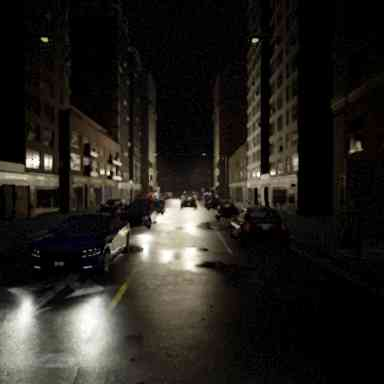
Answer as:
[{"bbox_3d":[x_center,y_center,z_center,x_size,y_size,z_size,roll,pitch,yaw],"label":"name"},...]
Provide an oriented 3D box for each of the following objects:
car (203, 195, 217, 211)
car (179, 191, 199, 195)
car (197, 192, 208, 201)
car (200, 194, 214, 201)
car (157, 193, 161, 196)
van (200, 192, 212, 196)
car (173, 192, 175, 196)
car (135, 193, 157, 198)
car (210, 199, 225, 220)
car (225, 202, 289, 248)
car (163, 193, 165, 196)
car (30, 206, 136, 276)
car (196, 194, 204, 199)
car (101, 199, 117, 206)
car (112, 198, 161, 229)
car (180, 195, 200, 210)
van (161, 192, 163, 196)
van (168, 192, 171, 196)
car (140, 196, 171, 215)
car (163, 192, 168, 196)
[{"bbox_3d":[2.499,1.359,36.942,1.802,1.307,4.206,0,0,-1],"label":"car"},{"bbox_3d":[-0.486,0.949,49.693,2.150,2.045,5.566,0,0,-1],"label":"car"},{"bbox_3d":[2.155,0.964,70.868,2.192,1.841,5.009,0,0,-1],"label":"car"},{"bbox_3d":[2.441,1.298,42.596,1.887,1.381,4.507,0,0,-1],"label":"car"},{"bbox_3d":[-6.142,1.047,48.178,2.192,1.841,5.009,0,0,-1],"label":"car"},{"bbox_3d":[2.383,1.074,48.249,1.690,1.788,3.998,0,0,-1],"label":"van"},{"bbox_3d":[-6.599,0.872,93.428,2.192,1.841,5.009,0,0,-1],"label":"car"},{"bbox_3d":[-6.084,1.068,42.521,2.192,1.841,5.009,0,0,-1],"label":"car"},{"bbox_3d":[2.614,1.424,25.636,1.802,1.307,4.206,0,0,-1],"label":"car"},{"bbox_3d":[2.728,1.354,14.326,1.967,1.590,4.097,0,0,-1],"label":"car"},{"bbox_3d":[-6.256,1.273,59.491,1.802,1.307,4.206,0,0,-1],"label":"car"},{"bbox_3d":[-3.176,1.415,10.381,1.882,1.535,5.008,0,0,-1],"label":"car"},{"bbox_3d":[1.985,1.147,87.833,1.947,1.339,4.313,0,0,-1],"label":"car"},{"bbox_3d":[-5.911,1.282,25.558,1.967,1.590,4.097,0,0,-1],"label":"car"},{"bbox_3d":[-3.275,1.351,20.632,1.882,1.535,5.008,0,0,0],"label":"car"},{"bbox_3d":[-0.386,1.329,39.643,1.994,1.385,4.181,0,0,-1],"label":"car"},{"bbox_3d":[-6.199,1.053,53.835,1.690,1.788,3.998,0,0,-1],"label":"van"},{"bbox_3d":[-6.427,0.967,76.459,1.690,1.788,3.998,0,0,-1],"label":"van"},{"bbox_3d":[-3.370,1.356,30.980,2.033,1.411,5.357,0,0,0],"label":"car"},{"bbox_3d":[-6.311,1.196,64.977,1.752,1.417,4.829,0,0,-1],"label":"car"}]
